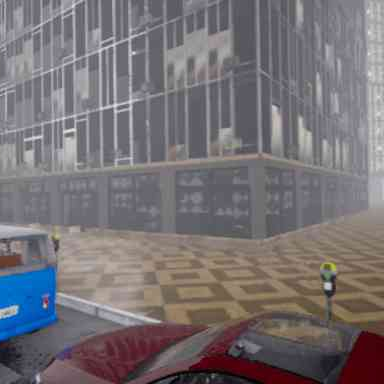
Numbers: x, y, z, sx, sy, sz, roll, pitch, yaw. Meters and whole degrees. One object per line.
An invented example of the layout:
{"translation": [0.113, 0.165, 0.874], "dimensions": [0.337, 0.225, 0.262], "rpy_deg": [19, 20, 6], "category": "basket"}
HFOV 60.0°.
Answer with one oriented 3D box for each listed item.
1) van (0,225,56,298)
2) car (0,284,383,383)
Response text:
{"translation": [-3.989, 1.408, 5.582], "dimensions": [3.998, 1.788, 1.690], "rpy_deg": [-1, -1, 36], "category": "van"}
{"translation": [0.514, 1.591, 2.363], "dimensions": [4.206, 1.307, 1.802], "rpy_deg": [-1, -1, 36], "category": "car"}
